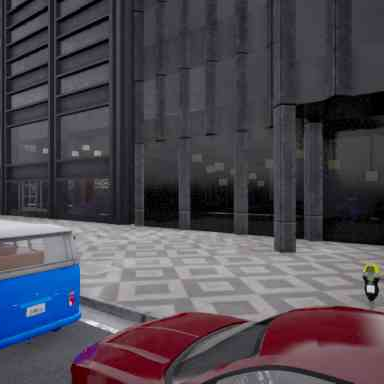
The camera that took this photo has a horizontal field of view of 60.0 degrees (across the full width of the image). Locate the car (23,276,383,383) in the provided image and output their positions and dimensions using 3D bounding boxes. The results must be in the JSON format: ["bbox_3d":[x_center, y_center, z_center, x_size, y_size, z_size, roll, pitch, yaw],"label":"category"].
[{"bbox_3d":[0.971,1.545,2.272,4.507,1.381,1.887,0,0,36],"label":"car"}]

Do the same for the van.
[{"bbox_3d":[-3.593,1.341,5.531,3.998,1.788,1.690,0,0,36],"label":"van"}]
